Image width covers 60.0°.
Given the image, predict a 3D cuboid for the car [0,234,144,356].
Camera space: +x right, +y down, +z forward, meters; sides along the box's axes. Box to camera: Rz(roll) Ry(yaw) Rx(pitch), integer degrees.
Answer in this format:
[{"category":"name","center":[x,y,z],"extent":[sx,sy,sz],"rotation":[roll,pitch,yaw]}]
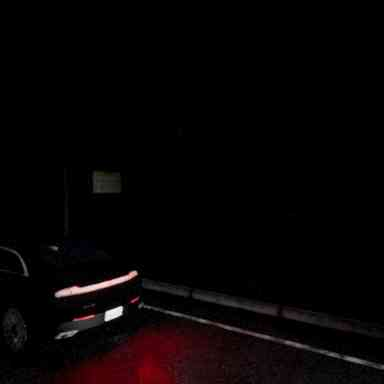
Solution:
[{"category":"car","center":[-3.093,1.558,6.202],"extent":[4.902,1.511,2.128],"rotation":[-1,0,36]}]
